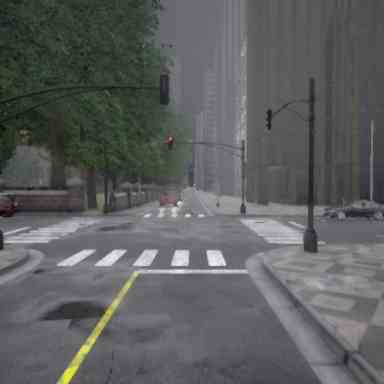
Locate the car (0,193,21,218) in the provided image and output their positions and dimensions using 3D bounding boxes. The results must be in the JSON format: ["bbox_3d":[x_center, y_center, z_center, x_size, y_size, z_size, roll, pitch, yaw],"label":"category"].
[{"bbox_3d":[-15.016,1.021,23.899,5.009,1.841,2.192,0,2,0],"label":"car"}]

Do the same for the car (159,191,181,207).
[{"bbox_3d":[-3.054,0.870,44.023,2.150,2.045,5.566,0,1,0],"label":"car"}]

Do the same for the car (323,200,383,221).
[{"bbox_3d":[11.649,1.280,23.747,4.403,1.369,2.008,0,2,0],"label":"car"}]
